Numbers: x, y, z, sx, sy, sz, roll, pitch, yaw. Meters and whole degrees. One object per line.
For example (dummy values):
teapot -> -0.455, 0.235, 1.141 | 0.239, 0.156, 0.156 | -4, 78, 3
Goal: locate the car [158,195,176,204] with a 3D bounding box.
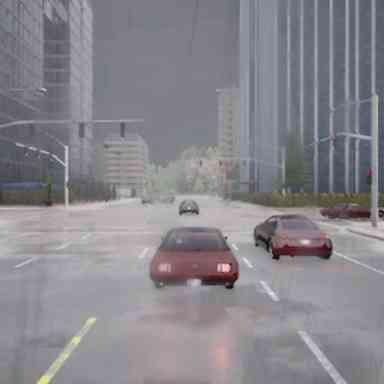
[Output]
car -> -4.454, 1.485, 59.248 | 1.994, 1.385, 4.181 | 0, 0, -1

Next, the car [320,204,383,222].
car -> 12.648, 1.566, 25.874 | 4.718, 1.301, 1.895 | 0, 0, -3

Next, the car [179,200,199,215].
car -> -0.329, 1.519, 33.910 | 1.994, 1.385, 4.181 | 0, 0, -1

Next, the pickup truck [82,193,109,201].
pickup truck -> -21.266, 0.960, 74.104 | 2.390, 2.098, 6.274 | 0, 0, 30

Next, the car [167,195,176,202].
car -> -4.666, 1.399, 75.584 | 1.837, 1.490, 4.892 | 0, 0, -1

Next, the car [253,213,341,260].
car -> 3.566, 1.546, 12.441 | 1.994, 1.385, 4.181 | 0, 0, 0

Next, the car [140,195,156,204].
car -> -7.953, 1.426, 59.168 | 1.837, 1.490, 4.892 | 0, 0, 0

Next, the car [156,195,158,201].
car -> -8.165, 1.399, 75.491 | 1.837, 1.490, 4.892 | 0, 0, -1

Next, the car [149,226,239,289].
car -> 0.063, 1.589, 9.078 | 1.895, 1.301, 4.718 | 0, 0, 0
